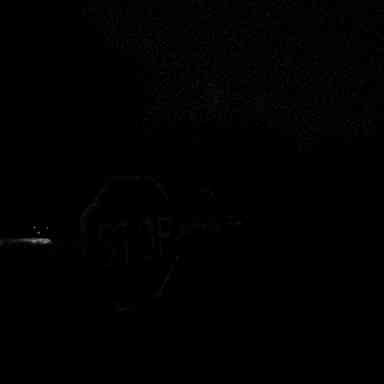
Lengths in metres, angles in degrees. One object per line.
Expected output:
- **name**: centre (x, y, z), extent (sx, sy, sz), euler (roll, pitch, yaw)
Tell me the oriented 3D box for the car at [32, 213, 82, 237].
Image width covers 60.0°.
- **car**: centre (-7.341, 2.074, 21.471), extent (2.033, 1.411, 5.357), euler (-3, -4, 36)
